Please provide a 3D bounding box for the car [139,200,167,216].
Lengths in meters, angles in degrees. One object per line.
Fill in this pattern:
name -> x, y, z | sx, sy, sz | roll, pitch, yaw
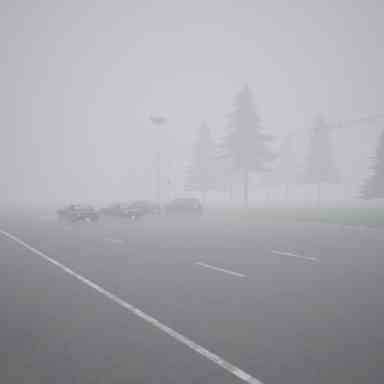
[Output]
car -> -4.624, 1.489, 31.192 | 1.812, 1.442, 4.674 | 0, 0, -38

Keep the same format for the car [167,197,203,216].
car -> -0.981, 1.311, 32.214 | 2.097, 1.767, 4.553 | 0, 0, -37

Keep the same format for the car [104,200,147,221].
car -> -5.837, 1.570, 27.044 | 1.895, 1.301, 4.718 | 0, 0, -37

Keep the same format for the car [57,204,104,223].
car -> -8.616, 1.575, 24.915 | 1.895, 1.301, 4.718 | 0, 0, -37
